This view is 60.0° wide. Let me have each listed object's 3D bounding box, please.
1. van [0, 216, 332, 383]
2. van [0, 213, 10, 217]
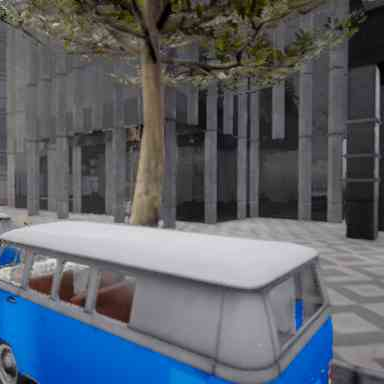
[{"bbox_3d":[-0.654,1.281,3.470,3.998,1.788,1.690,1,1,37],"label":"van"},{"bbox_3d":[-5.169,1.218,6.814,3.998,1.788,1.690,1,1,37],"label":"van"}]
